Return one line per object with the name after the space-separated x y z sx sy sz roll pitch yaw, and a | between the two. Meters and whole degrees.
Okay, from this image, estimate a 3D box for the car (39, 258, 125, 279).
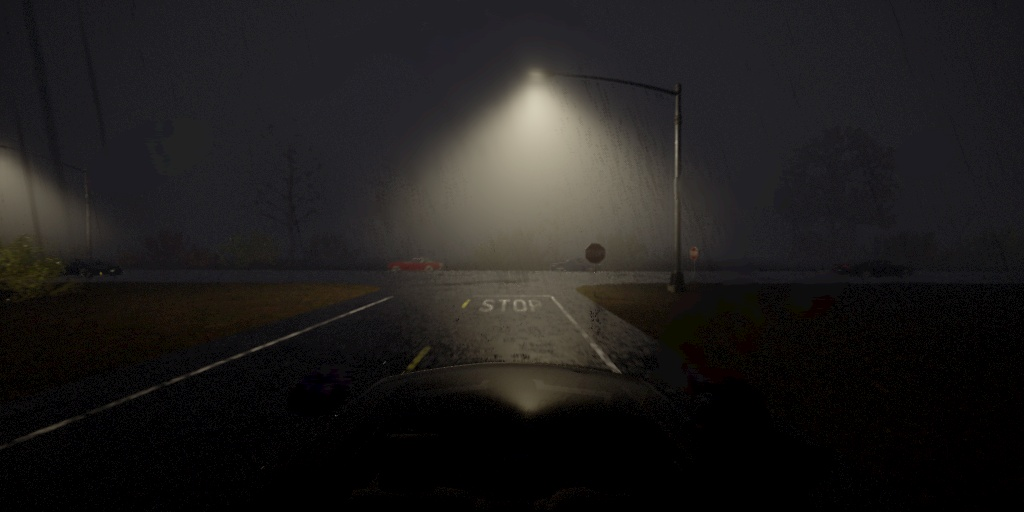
-29.989 0.841 25.068 4.181 1.385 1.994 0 1 -2 | car

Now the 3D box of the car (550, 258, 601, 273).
5.812 0.869 33.067 4.674 1.442 1.812 0 1 -2 | car

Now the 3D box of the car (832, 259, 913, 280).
26.791 0.960 26.673 5.008 1.535 1.882 0 1 -2 | car

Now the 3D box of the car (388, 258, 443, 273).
-8.757 0.854 32.706 4.718 1.301 1.895 0 1 -2 | car
